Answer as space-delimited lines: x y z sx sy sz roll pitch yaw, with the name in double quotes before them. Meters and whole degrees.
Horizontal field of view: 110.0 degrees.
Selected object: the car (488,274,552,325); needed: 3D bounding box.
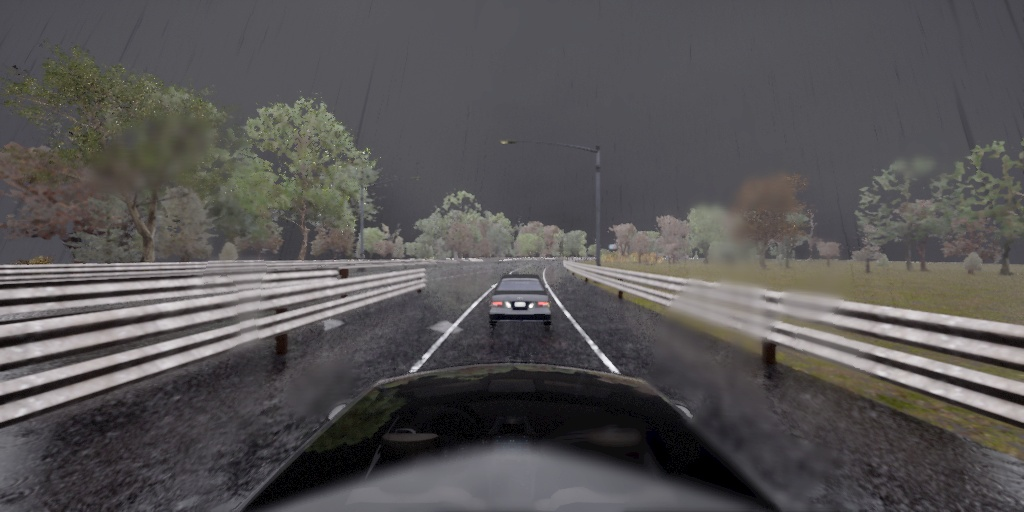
"car" 0.273 1.299 11.780 2.033 1.411 5.357 0 0 1
